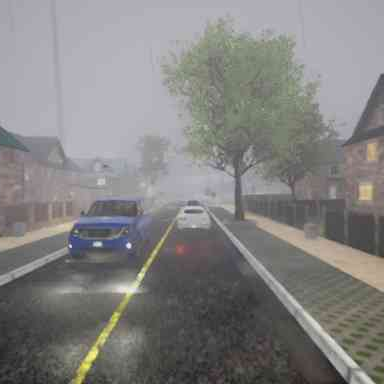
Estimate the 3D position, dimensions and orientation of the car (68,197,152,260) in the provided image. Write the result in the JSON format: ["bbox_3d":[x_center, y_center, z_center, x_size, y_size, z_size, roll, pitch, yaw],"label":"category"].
[{"bbox_3d":[-2.851,1.226,12.826,2.150,2.045,5.566,0,0,0],"label":"car"}]

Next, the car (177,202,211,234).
[{"bbox_3d":[0.099,1.533,19.343,1.812,1.442,4.674,0,0,0],"label":"car"}]

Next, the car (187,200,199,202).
[{"bbox_3d":[0.099,1.537,34.755,1.812,1.442,4.674,0,0,0],"label":"car"}]
